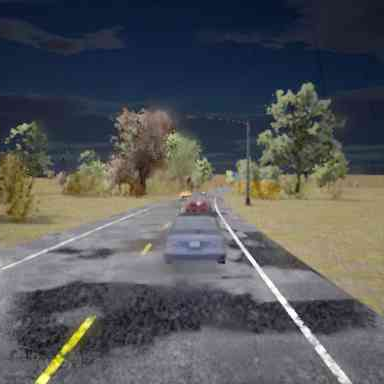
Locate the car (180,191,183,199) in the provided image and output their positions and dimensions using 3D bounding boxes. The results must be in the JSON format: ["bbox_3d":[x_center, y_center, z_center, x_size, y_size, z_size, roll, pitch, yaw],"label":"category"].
[{"bbox_3d":[-1.117,0.533,60.508,1.882,1.535,5.008,0,1,5],"label":"car"}]

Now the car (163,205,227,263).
[{"bbox_3d":[0.137,1.375,11.185,2.033,1.411,5.357,0,1,2],"label":"car"}]

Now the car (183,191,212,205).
[{"bbox_3d":[0.625,0.917,28.176,2.097,1.767,4.553,0,1,3],"label":"car"}]
